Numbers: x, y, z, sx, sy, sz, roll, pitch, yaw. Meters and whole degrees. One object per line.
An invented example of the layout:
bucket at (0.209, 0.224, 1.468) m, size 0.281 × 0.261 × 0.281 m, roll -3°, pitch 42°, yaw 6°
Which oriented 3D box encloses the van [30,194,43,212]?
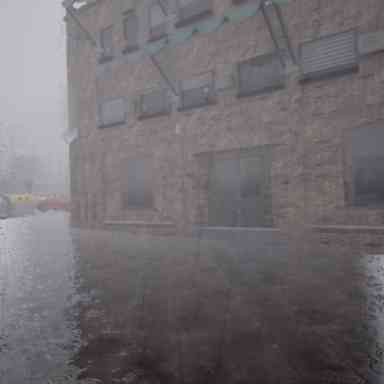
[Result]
van at (-22.904, 1.339, 44.833) m, size 4.442 × 1.987 × 1.878 m, roll -2°, pitch 2°, yaw 23°

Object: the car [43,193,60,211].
car at (-21.903, 1.409, 47.453) m, size 4.892 × 1.521 × 2.231 m, roll -2°, pitch 2°, yaw 23°

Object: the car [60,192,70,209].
car at (-20.798, 1.281, 50.012) m, size 4.674 × 1.452 × 2.002 m, roll -2°, pitch 2°, yaw 23°

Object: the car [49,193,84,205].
car at (-19.741, 1.082, 52.457) m, size 4.892 × 1.521 × 2.231 m, roll -2°, pitch 2°, yaw 23°
